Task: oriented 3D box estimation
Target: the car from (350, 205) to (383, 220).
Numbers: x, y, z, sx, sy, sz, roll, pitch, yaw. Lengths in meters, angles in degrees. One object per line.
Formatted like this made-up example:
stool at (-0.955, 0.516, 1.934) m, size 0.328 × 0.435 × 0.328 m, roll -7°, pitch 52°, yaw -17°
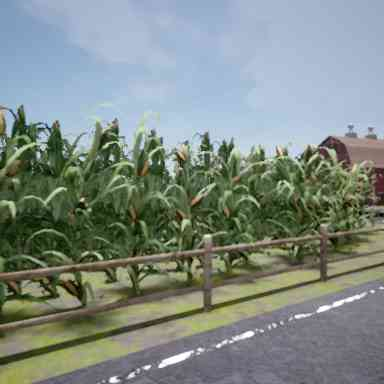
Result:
car at (16.952, 1.949, 32.362) m, size 1.895 × 1.301 × 4.718 m, roll 1°, pitch -1°, yaw -30°
